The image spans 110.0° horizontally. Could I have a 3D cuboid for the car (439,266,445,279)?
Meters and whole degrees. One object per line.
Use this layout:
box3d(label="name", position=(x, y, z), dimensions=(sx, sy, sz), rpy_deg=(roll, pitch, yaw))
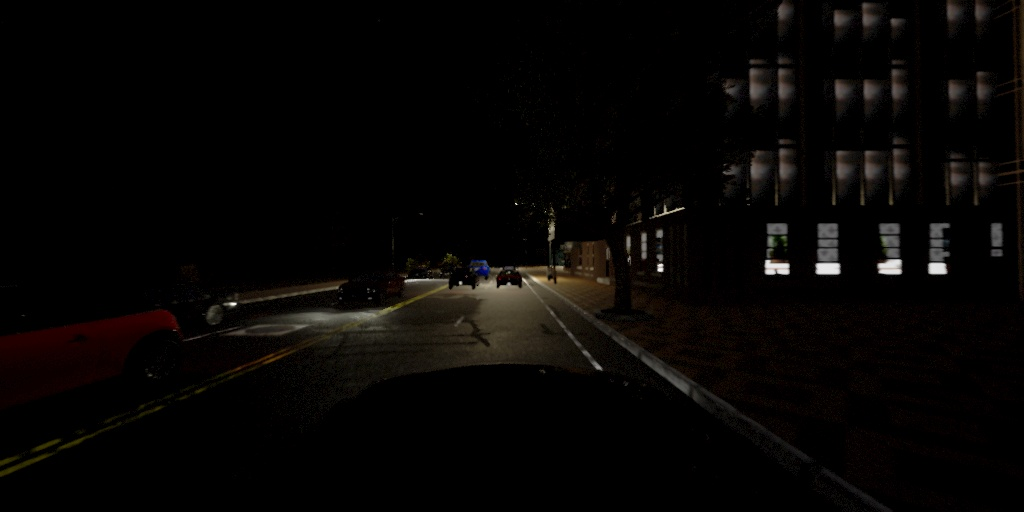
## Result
box3d(label="car", position=(-7.004, 1.795, 40.710), dimensions=(1.837, 1.490, 4.892), rpy_deg=(0, -1, -1))

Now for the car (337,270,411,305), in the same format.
box3d(label="car", position=(-6.730, 1.457, 17.661), dimensions=(1.882, 1.535, 5.008), rpy_deg=(0, -1, 0))

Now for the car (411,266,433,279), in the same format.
box3d(label="car", position=(-10.251, 1.858, 40.522), dimensions=(1.994, 1.385, 4.181), rpy_deg=(0, -1, -1))

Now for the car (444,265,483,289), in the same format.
box3d(label="car", position=(-3.432, 1.594, 26.340), dimensions=(1.837, 1.490, 4.892), rpy_deg=(0, -1, 0))

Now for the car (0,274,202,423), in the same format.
box3d(label="car", position=(-6.609, 1.148, 4.113), dimensions=(2.097, 1.767, 4.553), rpy_deg=(0, -1, -1))

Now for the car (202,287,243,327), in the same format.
box3d(label="car", position=(-9.914, 1.425, 9.574), dimensions=(2.033, 1.411, 5.357), rpy_deg=(0, -1, -1))

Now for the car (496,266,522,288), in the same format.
box3d(label="car", position=(-0.211, 1.700, 27.440), dimensions=(1.895, 1.301, 4.718), rpy_deg=(0, -1, 0))

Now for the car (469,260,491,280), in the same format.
box3d(label="car", position=(-3.575, 1.489, 39.231), dimensions=(2.150, 2.045, 5.566), rpy_deg=(0, 0, 0))
